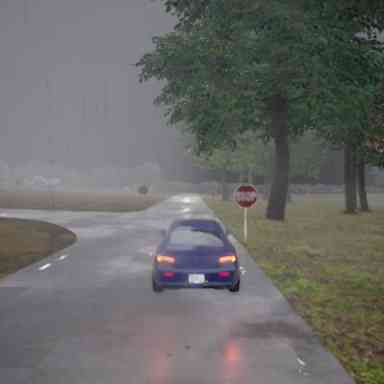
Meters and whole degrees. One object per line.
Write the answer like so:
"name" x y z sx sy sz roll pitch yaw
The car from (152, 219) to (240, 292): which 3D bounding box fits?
"car" 0.089 1.396 8.420 1.812 1.442 4.674 0 1 0
